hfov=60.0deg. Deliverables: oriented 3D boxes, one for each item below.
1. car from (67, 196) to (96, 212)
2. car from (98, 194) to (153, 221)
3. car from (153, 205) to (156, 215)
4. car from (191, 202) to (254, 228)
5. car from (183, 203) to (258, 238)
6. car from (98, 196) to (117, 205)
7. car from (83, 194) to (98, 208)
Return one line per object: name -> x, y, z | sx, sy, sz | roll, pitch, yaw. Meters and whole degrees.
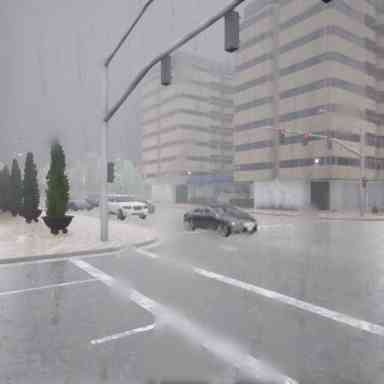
car -> -13.212, 1.525, 38.828 | 1.812, 1.442, 4.674 | 0, 0, -35
car -> -5.769, 1.221, 28.185 | 2.150, 2.045, 5.566 | 0, 0, -35
car -> -5.378, 1.505, 33.733 | 1.837, 1.490, 4.892 | 0, 0, -35
car -> 2.005, 1.525, 23.174 | 1.812, 1.442, 4.674 | 0, 0, -35
car -> 1.383, 1.492, 17.957 | 2.128, 1.511, 4.902 | 0, 0, -35
car -> -15.540, 1.525, 60.827 | 1.812, 1.442, 4.674 | 0, 0, -35
car -> -13.455, 1.223, 45.319 | 2.150, 2.045, 5.566 | 0, 0, -34
